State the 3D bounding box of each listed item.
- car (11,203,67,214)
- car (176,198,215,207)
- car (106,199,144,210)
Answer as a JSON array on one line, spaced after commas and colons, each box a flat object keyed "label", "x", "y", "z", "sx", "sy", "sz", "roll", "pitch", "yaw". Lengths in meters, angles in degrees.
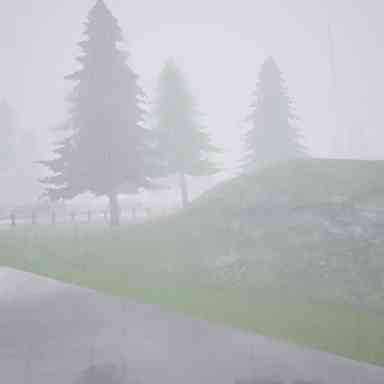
[{"label": "car", "x": -14.150, "y": 1.386, "z": 31.004, "sx": 2.128, "sy": 1.511, "sz": 4.902, "roll": 0, "pitch": 0, "yaw": 44}, {"label": "car", "x": 0.541, "y": 1.462, "z": 43.613, "sx": 5.357, "sy": 1.411, "sz": 2.033, "roll": 0, "pitch": 0, "yaw": -35}, {"label": "car", "x": -7.517, "y": 1.466, "z": 37.335, "sx": 4.181, "sy": 1.385, "sz": 1.994, "roll": 0, "pitch": 0, "yaw": -40}]
